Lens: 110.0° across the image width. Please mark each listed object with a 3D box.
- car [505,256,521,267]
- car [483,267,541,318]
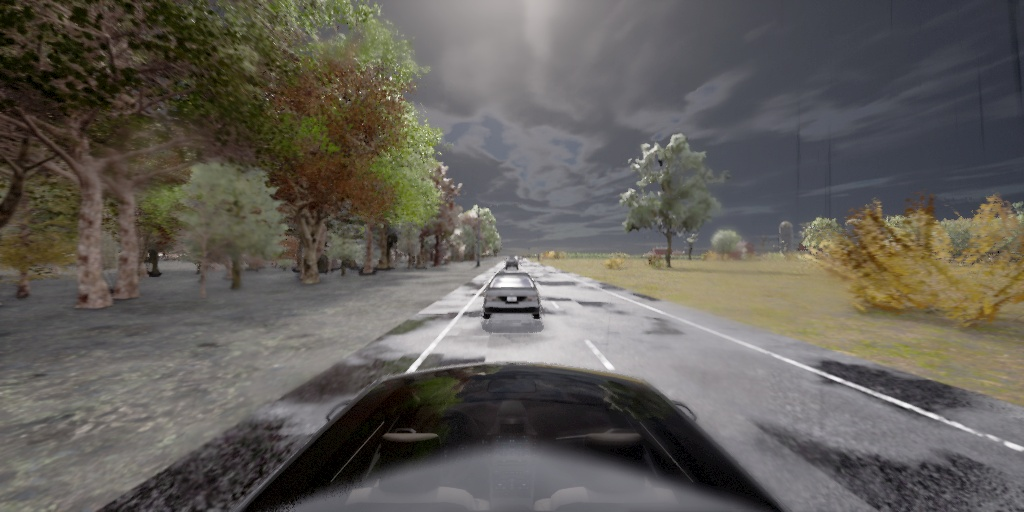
[{"bbox_3d":[-0.017,1.151,53.228,1.837,1.490,4.892,0,0,0],"label":"car"},{"bbox_3d":[-0.003,1.278,12.852,2.033,1.411,5.357,0,0,0],"label":"car"}]
